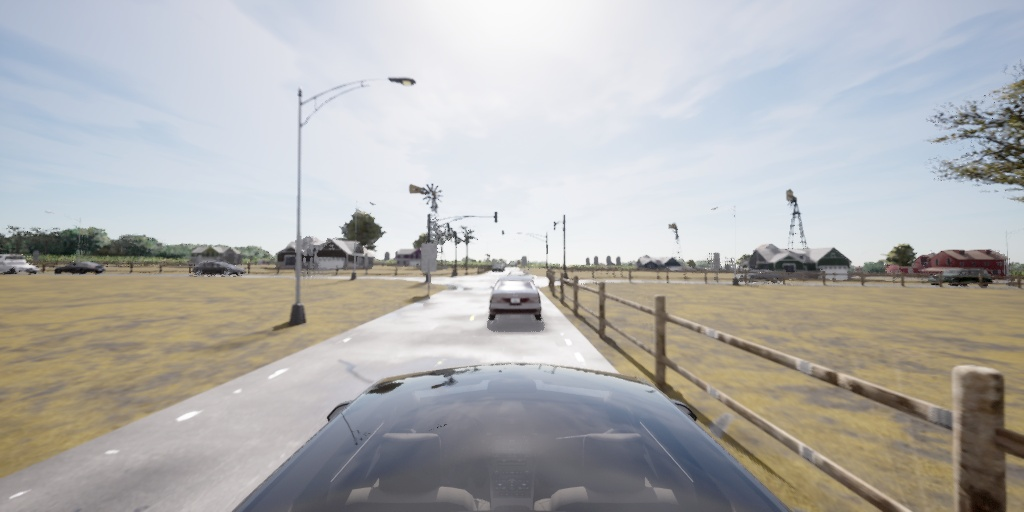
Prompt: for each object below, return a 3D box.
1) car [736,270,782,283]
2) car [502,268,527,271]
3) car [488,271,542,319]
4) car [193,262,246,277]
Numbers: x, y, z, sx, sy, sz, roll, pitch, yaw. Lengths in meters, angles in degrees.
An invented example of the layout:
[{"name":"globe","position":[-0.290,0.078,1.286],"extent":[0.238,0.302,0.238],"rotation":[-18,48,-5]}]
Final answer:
[{"name":"car","position":[28.583,2.373,41.685],"extent":[4.902,1.511,2.128],"rotation":[1,-2,0]},{"name":"car","position":[0.700,1.763,28.380],"extent":[1.895,1.301,4.718],"rotation":[0,-1,9]},{"name":"car","position":[0.104,1.475,13.662],"extent":[2.033,1.411,5.357],"rotation":[0,-1,0]},{"name":"car","position":[-31.056,1.417,38.142],"extent":[4.892,1.490,1.837],"rotation":[1,-2,0]}]
